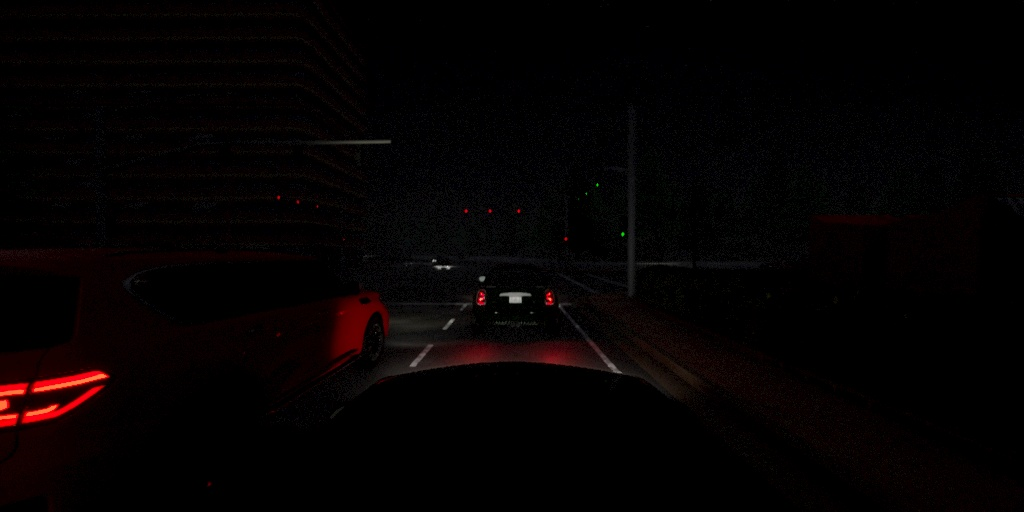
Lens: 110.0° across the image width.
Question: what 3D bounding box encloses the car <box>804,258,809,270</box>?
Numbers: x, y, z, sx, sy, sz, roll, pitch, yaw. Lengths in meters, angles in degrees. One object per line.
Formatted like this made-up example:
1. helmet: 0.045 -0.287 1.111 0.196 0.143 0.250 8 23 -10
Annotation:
1. car: 26.475 0.683 27.790 5.566 2.045 2.150 0 1 0

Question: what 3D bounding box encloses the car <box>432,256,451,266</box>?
1. car: -10.107 0.649 51.033 2.033 1.411 5.357 0 1 -22

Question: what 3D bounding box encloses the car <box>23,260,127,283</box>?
1. car: -29.752 1.011 24.517 4.892 1.490 1.837 0 1 0

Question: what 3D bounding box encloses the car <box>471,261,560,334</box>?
1. car: 0.089 0.989 10.317 2.097 1.767 4.553 0 1 0

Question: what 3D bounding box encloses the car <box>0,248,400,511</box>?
1. car: -3.436 0.935 4.476 2.150 2.045 5.566 0 1 1

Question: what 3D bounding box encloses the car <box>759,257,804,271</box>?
1. car: 24.405 0.893 31.308 5.008 1.535 1.882 0 1 0
